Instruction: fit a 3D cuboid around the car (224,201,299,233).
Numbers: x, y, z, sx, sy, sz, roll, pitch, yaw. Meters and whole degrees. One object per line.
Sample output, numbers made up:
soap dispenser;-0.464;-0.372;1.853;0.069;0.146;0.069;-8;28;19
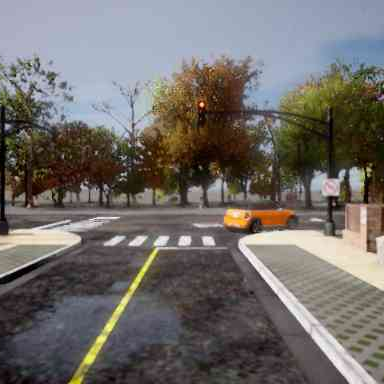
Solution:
car;4.111;1.301;19.300;4.553;1.767;2.097;0;1;-35
